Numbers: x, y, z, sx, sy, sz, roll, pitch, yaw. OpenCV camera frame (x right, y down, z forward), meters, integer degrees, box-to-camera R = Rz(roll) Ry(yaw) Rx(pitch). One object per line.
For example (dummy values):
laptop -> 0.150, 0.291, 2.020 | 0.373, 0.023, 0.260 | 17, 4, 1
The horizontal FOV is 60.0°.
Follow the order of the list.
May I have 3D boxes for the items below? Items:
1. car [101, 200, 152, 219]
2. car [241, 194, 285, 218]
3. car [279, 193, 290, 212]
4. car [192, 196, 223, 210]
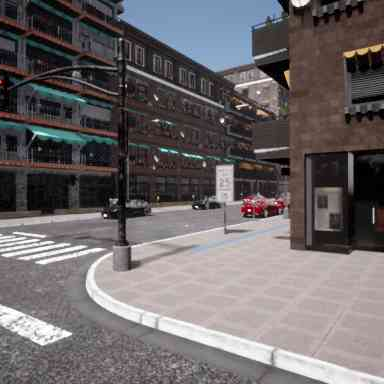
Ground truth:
car -> -4.932, 1.264, 25.524 | 1.947, 1.339, 4.313 | 1, 1, 35
car -> 5.322, 1.118, 25.162 | 1.887, 1.381, 4.507 | 1, 1, 35
car -> 8.531, 1.065, 29.827 | 1.802, 1.307, 4.206 | 1, 1, 35
car -> 1.707, 1.081, 34.700 | 1.947, 1.339, 4.313 | 1, 1, 35
